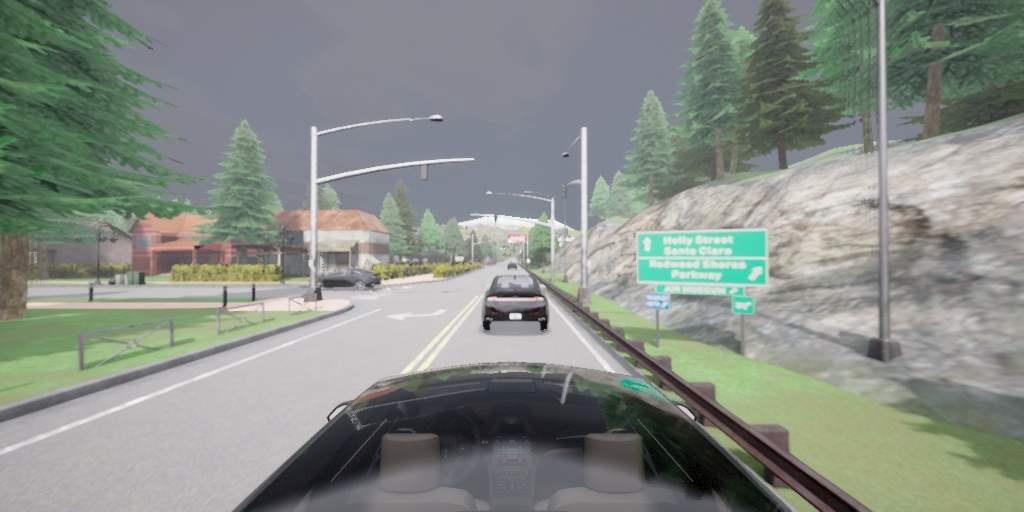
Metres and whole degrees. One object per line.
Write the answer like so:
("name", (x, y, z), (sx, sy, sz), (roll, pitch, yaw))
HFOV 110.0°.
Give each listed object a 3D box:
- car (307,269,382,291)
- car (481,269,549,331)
("car", (-11.694, 1.641, 25.185), (4.902, 1.511, 2.128), (0, -1, 0))
("car", (0.095, 1.338, 11.451), (2.128, 1.511, 4.902), (0, -1, 0))
